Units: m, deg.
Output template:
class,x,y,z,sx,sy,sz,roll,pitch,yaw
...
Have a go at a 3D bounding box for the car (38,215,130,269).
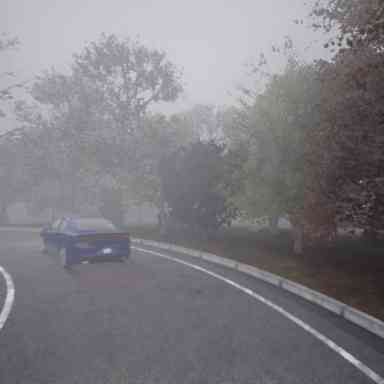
class,x,y,z,sx,sy,sz,roll,pitch,yaw
car,-3.882,1.520,11.526,1.882,1.535,5.008,1,-1,-36
